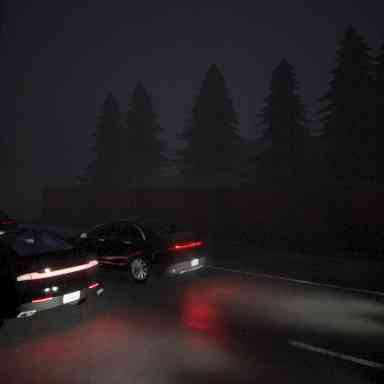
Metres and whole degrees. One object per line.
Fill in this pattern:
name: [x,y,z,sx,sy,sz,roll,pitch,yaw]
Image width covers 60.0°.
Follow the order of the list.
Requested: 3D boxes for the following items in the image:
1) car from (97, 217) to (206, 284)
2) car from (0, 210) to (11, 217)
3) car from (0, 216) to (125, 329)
car: [-1.891,1.505,9.664,4.892,1.490,1.837,0,0,36]
car: [-9.995,1.505,15.485,4.892,1.490,1.837,0,0,36]
car: [-3.921,1.492,6.813,4.902,1.511,2.128,0,0,36]
